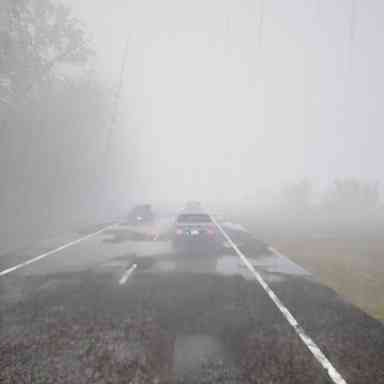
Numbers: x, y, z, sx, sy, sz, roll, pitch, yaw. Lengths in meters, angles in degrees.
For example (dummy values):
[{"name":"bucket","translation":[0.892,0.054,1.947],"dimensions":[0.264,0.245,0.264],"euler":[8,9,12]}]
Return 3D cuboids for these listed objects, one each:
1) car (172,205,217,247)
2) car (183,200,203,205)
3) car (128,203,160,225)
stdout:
[{"name":"car","translation":[0.100,1.552,14.907],"dimensions":[2.033,1.411,5.357],"euler":[0,0,0]},{"name":"car","translation":[0.098,1.553,33.645],"dimensions":[2.033,1.411,5.357],"euler":[0,0,0]},{"name":"car","translation":[-3.401,1.531,23.794],"dimensions":[1.812,1.442,4.674],"euler":[0,0,0]}]
